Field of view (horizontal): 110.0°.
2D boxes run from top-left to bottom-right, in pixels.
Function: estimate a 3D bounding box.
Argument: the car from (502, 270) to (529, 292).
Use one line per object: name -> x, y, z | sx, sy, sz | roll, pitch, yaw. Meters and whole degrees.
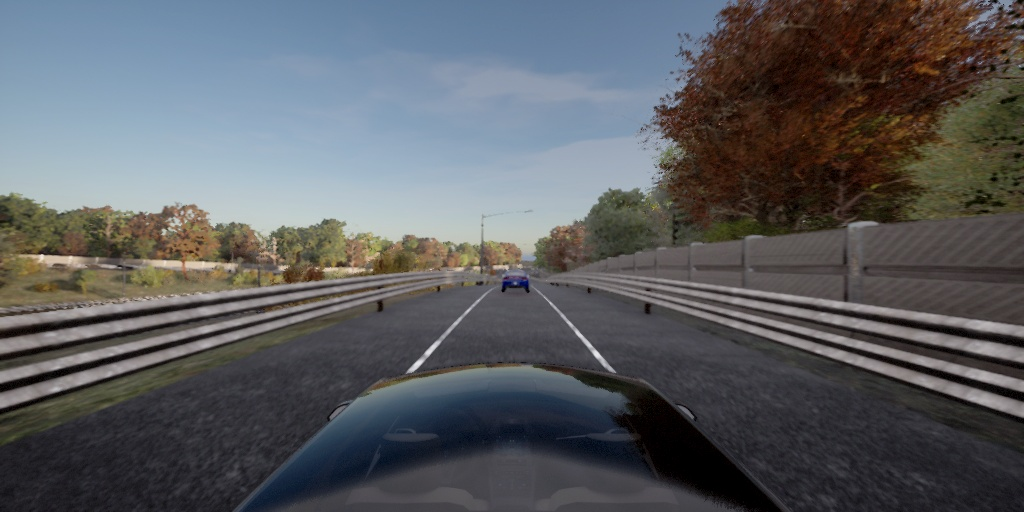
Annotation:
car -> 0.255, 1.787, 26.504 | 1.882, 1.535, 5.008 | 0, -3, 1
